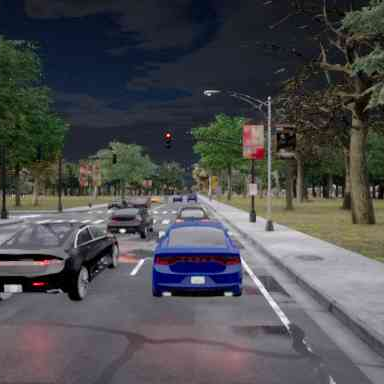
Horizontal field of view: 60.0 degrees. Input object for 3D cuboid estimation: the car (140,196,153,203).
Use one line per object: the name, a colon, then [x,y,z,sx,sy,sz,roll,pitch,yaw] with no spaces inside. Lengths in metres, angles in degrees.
car: [-9.684,1.573,71.132,2.033,1.411,5.357,0,0,0]

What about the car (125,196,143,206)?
car: [-9.783,1.507,56.105,2.128,1.511,4.902,0,0,0]

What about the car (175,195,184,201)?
car: [-3.172,1.468,83.941,2.033,1.411,5.357,0,0,0]

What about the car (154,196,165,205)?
car: [-6.520,1.498,60.063,1.882,1.535,5.008,0,0,0]

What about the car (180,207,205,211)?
car: [0.035,1.526,17.814,1.812,1.442,4.674,0,0,1]

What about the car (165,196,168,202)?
car: [-6.430,1.558,75.530,2.128,1.511,4.902,0,0,0]

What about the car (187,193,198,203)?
car: [0.068,1.260,73.553,2.150,2.045,5.566,0,0,0]

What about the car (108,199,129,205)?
car: [-9.806,1.572,44.242,1.994,1.385,4.181,0,0,1]

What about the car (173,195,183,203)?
car: [-3.182,1.513,73.526,1.882,1.535,5.008,0,0,0]

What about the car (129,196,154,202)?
car: [-6.557,1.486,43.529,1.882,1.535,5.008,0,0,0]

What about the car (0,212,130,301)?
car: [-3.147,1.491,8.299,2.128,1.511,4.902,0,0,0]

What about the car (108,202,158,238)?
car: [-3.136,1.505,17.472,1.837,1.490,4.892,0,0,0]

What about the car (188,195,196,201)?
car: [0.078,1.523,83.968,1.895,1.301,4.718,0,0,0]

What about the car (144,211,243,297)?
car: [0.110,1.477,8.615,1.882,1.535,5.008,0,0,0]
